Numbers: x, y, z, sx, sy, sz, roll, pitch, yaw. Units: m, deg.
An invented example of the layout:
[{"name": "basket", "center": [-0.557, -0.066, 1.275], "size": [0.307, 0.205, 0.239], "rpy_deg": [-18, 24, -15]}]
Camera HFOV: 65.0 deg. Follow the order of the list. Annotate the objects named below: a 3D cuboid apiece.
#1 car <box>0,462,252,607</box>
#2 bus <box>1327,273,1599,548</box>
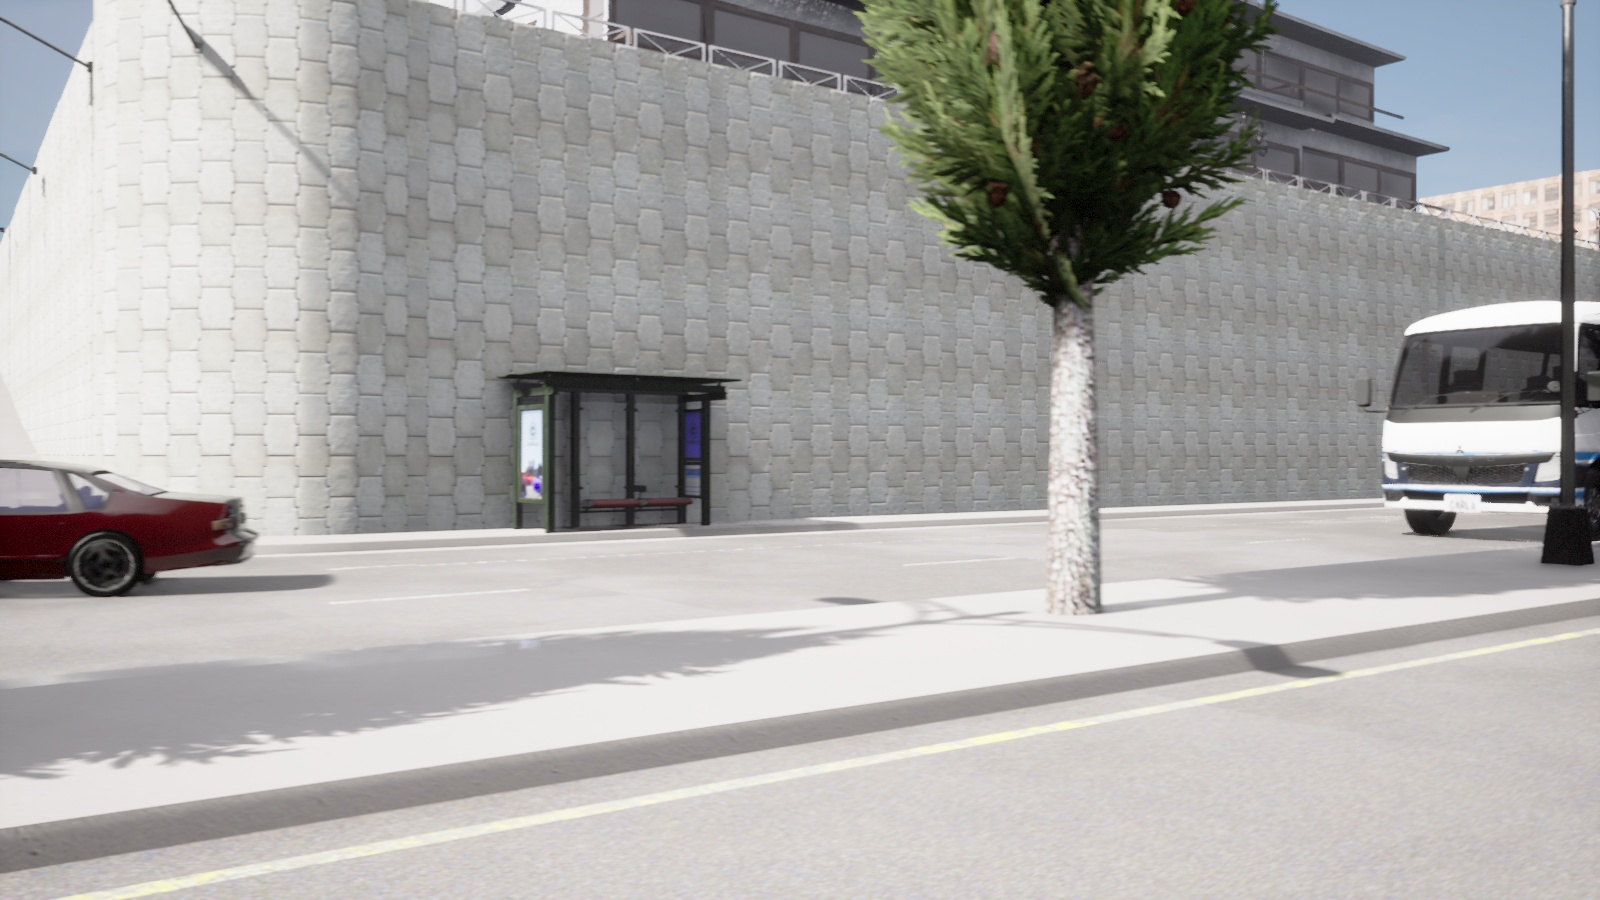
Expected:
[{"name": "car", "center": [-8.755, 0.836, 13.141], "size": [5.357, 1.411, 2.033], "rpy_deg": [0, 0, -18]}, {"name": "bus", "center": [14.847, -0.604, 23.950], "size": [10.273, 4.253, 3.944], "rpy_deg": [0, 0, -35]}]
